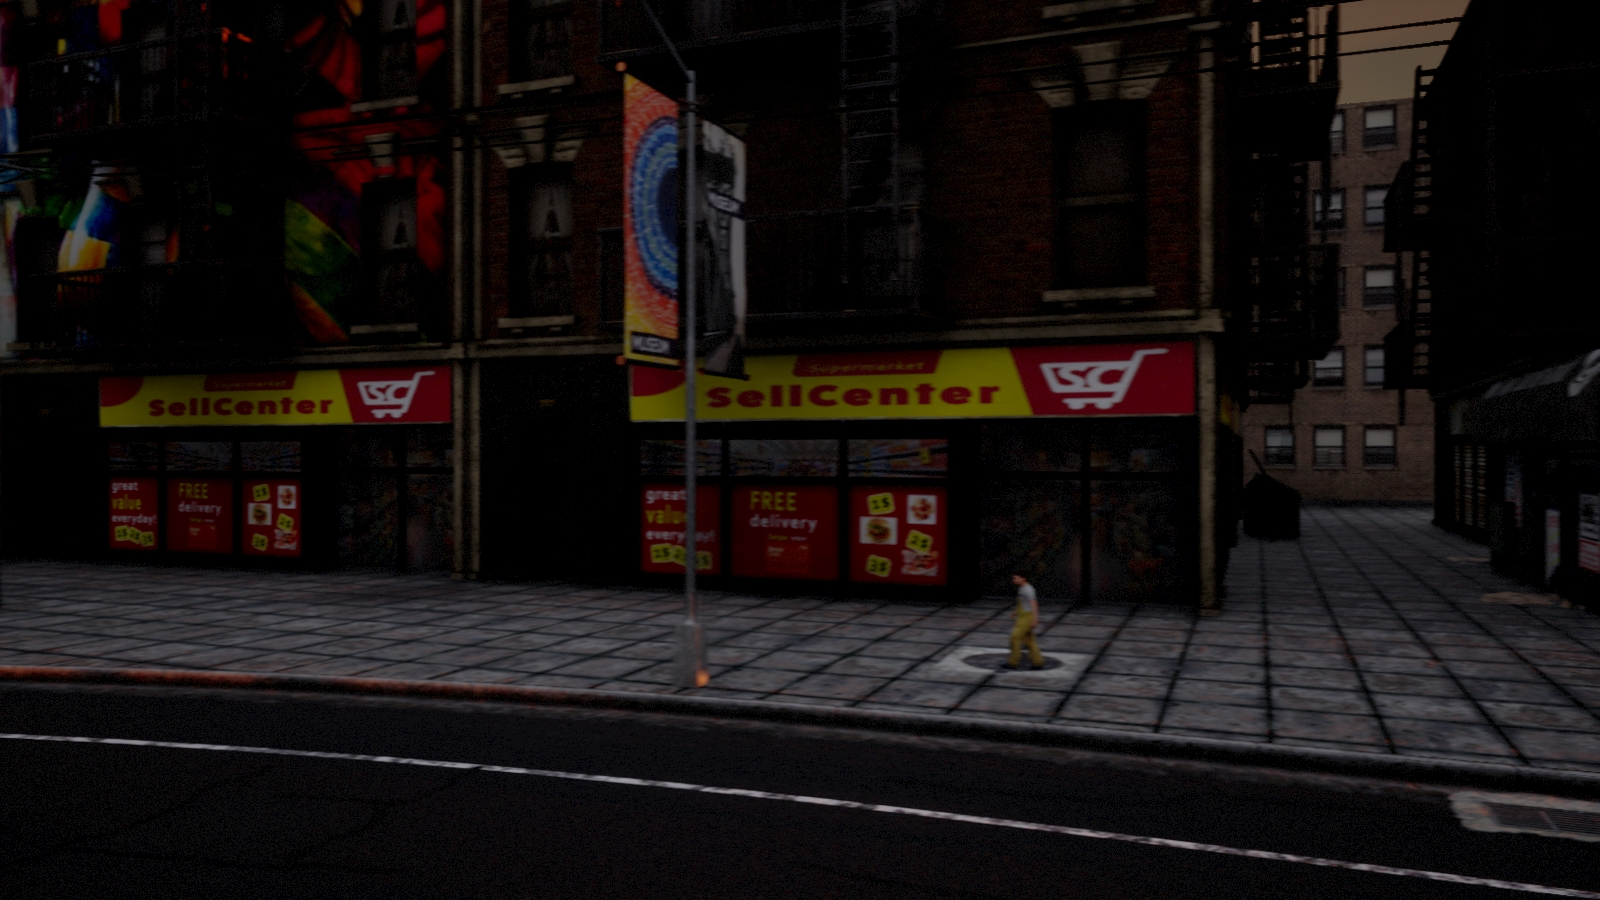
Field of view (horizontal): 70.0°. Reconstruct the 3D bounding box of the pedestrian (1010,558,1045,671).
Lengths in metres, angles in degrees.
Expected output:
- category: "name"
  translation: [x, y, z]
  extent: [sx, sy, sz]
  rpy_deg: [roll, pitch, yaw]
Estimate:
- category: "pedestrian"
  translation: [2.734, 1.973, 13.756]
  extent: [0.375, 1.300, 0.375]
  rpy_deg: [0, 0, 4]
